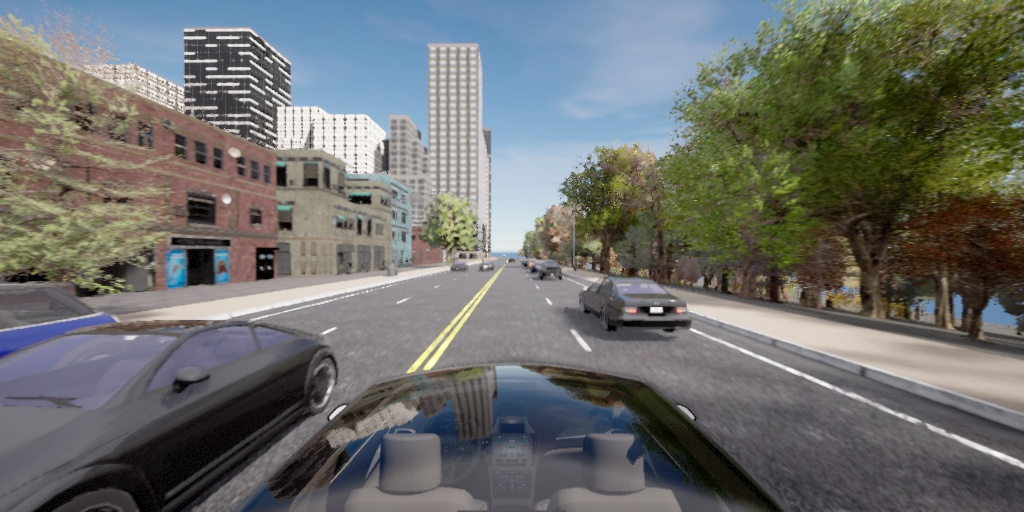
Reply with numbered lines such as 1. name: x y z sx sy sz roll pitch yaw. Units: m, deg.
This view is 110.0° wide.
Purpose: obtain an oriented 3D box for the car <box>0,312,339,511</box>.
1. car: -3.348 1.314 3.181 1.994 1.385 4.181 0 0 0

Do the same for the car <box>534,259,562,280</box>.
1. car: 3.246 1.249 31.364 1.837 1.490 4.892 0 0 0

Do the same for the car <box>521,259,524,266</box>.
1. car: 3.242 1.241 64.395 2.163 1.488 4.792 0 0 0

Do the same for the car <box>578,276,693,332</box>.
1. car: 3.347 1.296 10.827 2.033 1.411 5.357 0 0 0

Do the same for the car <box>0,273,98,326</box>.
1. car: -6.597 1.102 3.234 2.097 1.767 4.553 0 0 0

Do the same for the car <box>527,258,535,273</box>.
1. car: 3.245 1.246 42.394 2.163 1.488 4.792 0 0 0

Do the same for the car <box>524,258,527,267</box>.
1. car: 3.244 1.196 53.555 1.801 1.575 5.366 0 0 0

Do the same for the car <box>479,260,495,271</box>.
1. car: -3.314 1.232 47.629 2.128 1.511 4.902 0 0 0

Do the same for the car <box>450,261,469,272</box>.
1. car: -6.572 1.305 45.187 1.994 1.385 4.181 0 0 0
